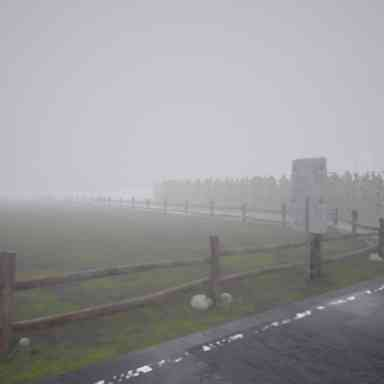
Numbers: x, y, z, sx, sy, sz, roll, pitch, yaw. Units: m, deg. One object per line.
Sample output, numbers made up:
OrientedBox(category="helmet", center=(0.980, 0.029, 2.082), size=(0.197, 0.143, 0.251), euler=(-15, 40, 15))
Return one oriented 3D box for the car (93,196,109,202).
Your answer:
OrientedBox(category="car", center=(-17.066, 1.323, 62.520), size=(1.895, 1.301, 4.718), euler=(1, 0, -35))
